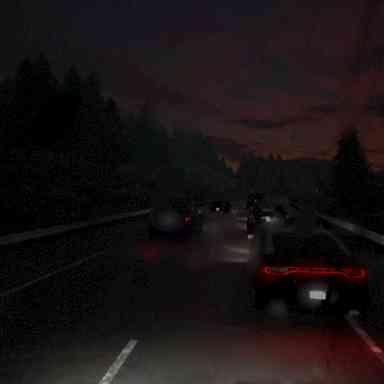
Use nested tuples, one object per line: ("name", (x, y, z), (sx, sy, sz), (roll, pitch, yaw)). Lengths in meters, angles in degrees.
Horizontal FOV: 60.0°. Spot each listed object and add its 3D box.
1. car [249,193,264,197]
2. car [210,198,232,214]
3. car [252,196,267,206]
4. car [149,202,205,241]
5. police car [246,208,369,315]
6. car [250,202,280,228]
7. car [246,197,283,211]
("car", (8.261, 1.158, 42.614), (2.150, 2.045, 5.566), (0, 0, 13))
("car", (3.041, 1.447, 34.922), (1.837, 1.490, 4.892), (0, -1, 12))
("car", (11.182, 1.465, 54.971), (2.033, 1.411, 5.357), (0, 0, 15))
("car", (-0.619, 1.325, 16.838), (2.097, 1.767, 4.553), (0, 0, 10))
("police car", (2.360, 1.414, 7.792), (1.930, 1.638, 5.238), (0, 0, 9))
("car", (5.034, 1.492, 23.155), (1.812, 1.442, 4.674), (0, 0, 11))
("car", (3.934, 1.325, 17.338), (2.097, 1.767, 4.553), (0, 0, 10))
